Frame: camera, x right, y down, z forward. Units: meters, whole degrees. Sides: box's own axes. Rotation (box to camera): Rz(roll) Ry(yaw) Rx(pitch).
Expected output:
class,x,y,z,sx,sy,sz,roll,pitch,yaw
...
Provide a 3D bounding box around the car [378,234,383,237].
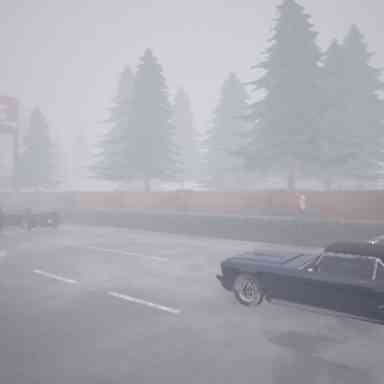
class,x,y,z,sx,sy,sz,roll,pitch,yaw
car,6.535,1.379,8.029,4.553,1.767,2.097,0,0,35

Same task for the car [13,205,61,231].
class,x,y,z,sx,sy,sz,roll,pitch,yaw
car,-10.283,1.546,21.084,5.008,1.535,1.882,0,0,39

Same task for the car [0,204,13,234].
class,x,y,z,sx,sy,sz,roll,pitch,yaw
car,-12.317,1.282,18.227,5.566,2.045,2.150,0,0,39

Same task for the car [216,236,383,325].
class,x,y,z,sx,sy,sz,roll,pitch,yaw
car,2.843,1.623,6.343,4.718,1.301,1.895,0,0,36
